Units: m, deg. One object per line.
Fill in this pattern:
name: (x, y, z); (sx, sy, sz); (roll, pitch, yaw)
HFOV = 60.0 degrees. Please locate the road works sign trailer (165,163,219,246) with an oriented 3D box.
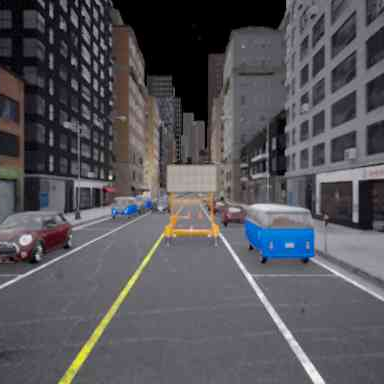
road works sign trailer: (-0.002, 0.455, 15.261); (2.380, 3.560, 2.880); (0, 0, 0)

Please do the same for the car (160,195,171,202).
car: (-5.682, 1.408, 72.098); (1.967, 1.590, 4.097); (0, 0, 0)

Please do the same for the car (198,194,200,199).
car: (2.844, 1.534, 72.099); (1.947, 1.339, 4.313); (0, 0, 0)

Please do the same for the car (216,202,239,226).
car: (2.852, 1.567, 22.587); (1.802, 1.307, 4.206); (0, 0, 0)

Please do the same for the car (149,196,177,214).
car: (-3.097, 1.470, 35.237); (2.128, 1.511, 4.902); (0, 0, 0)

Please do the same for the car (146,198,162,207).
car: (-5.678, 1.554, 50.093); (1.802, 1.307, 4.206); (0, 0, 0)

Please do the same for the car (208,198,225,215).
car: (2.851, 1.561, 33.589); (1.802, 1.307, 4.206); (0, 0, 0)

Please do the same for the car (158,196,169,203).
car: (-5.681, 1.550, 66.596); (1.802, 1.307, 4.206); (0, 0, 0)

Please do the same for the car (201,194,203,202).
car: (2.848, 1.412, 50.094); (1.967, 1.590, 4.097); (0, 0, 0)

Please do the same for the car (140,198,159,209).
car: (-5.677, 1.540, 44.591); (1.947, 1.339, 4.313); (0, 0, 0)

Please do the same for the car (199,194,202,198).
car: (2.845, 1.520, 61.097); (2.008, 1.369, 4.403); (0, 0, 0)

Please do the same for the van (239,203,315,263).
van: (2.854, 1.334, 11.584); (1.690, 1.788, 3.998); (0, 0, 0)

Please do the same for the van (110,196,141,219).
van: (-5.675, 1.323, 28.088); (1.690, 1.788, 3.998); (0, 0, 0)

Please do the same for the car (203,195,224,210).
car: (2.849, 1.291, 39.091); (2.192, 1.841, 5.009); (0, 0, 0)

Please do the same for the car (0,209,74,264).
car: (-5.671, 1.433, 11.583); (1.967, 1.590, 4.097); (0, 0, 0)

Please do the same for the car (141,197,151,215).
car: (-5.675, 1.530, 33.588); (2.008, 1.369, 4.403); (0, 0, 0)
